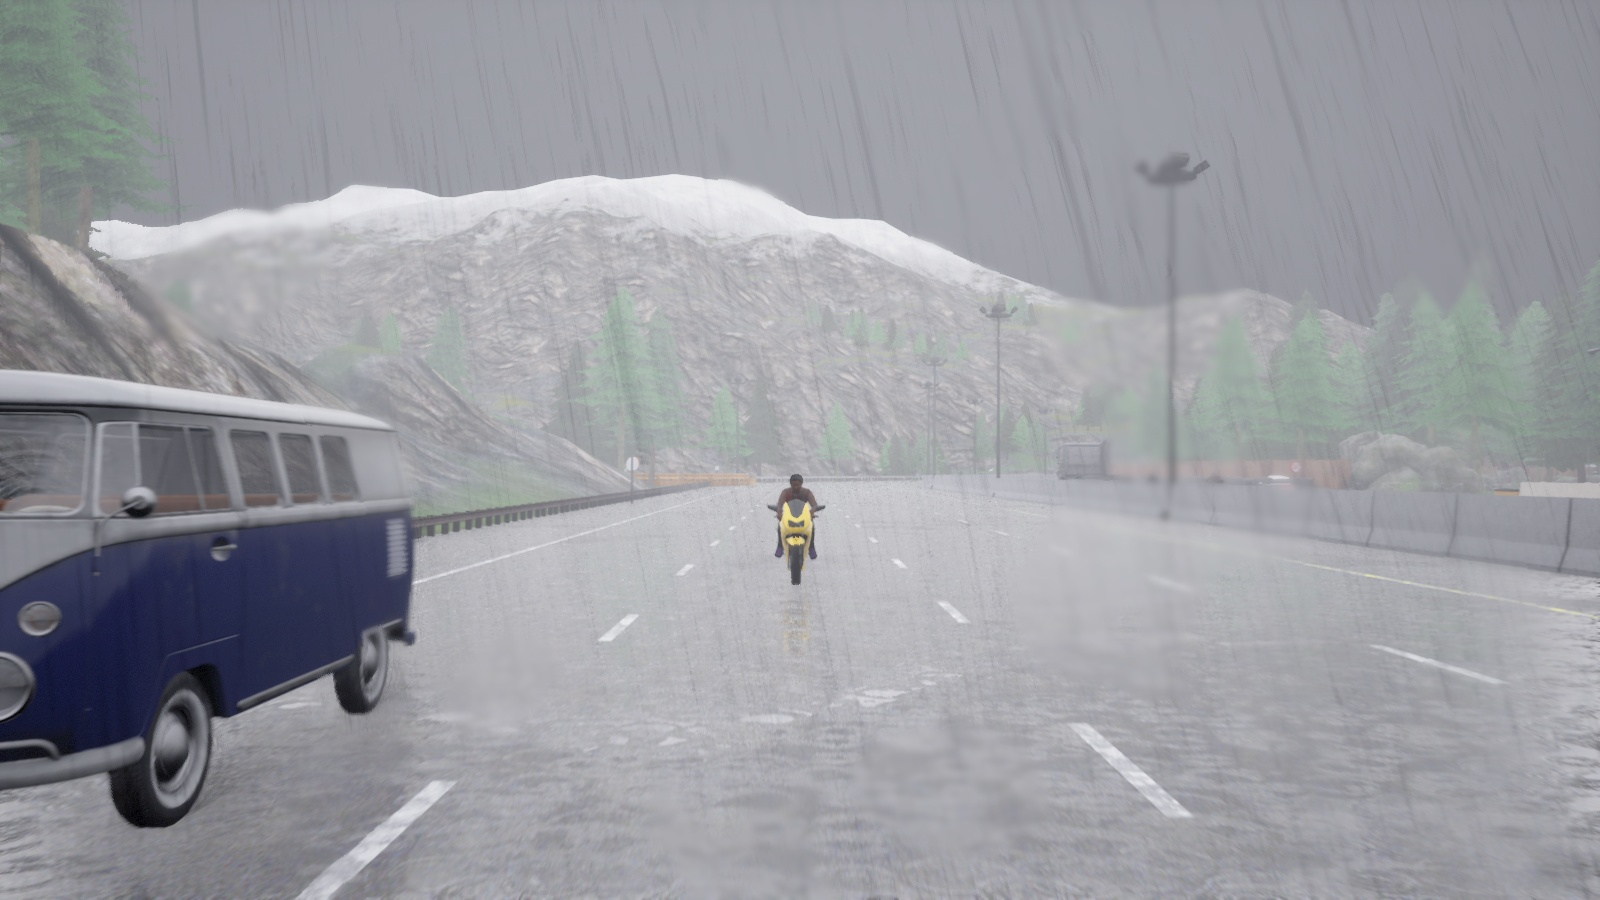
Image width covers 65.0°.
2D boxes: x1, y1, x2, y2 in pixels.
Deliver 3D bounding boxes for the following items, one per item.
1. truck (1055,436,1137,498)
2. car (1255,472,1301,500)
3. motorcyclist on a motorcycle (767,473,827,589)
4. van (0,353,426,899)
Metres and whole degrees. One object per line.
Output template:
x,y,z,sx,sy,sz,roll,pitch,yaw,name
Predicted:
17.317,1.003,74.031,2.891,3.462,7.936,0,-1,0,truck
24.345,1.843,64.019,1.481,1.376,2.207,0,0,0,car
-0.043,1.091,17.586,0.797,1.523,2.044,0,-1,0,motorcyclist on a motorcycle
-3.517,0.692,6.617,1.775,1.987,4.442,0,-1,0,van
